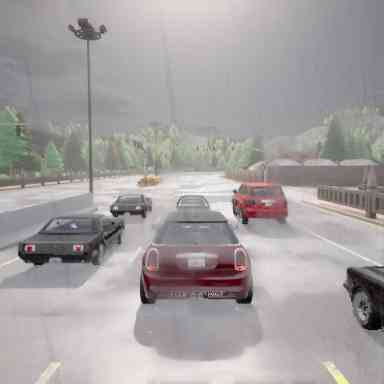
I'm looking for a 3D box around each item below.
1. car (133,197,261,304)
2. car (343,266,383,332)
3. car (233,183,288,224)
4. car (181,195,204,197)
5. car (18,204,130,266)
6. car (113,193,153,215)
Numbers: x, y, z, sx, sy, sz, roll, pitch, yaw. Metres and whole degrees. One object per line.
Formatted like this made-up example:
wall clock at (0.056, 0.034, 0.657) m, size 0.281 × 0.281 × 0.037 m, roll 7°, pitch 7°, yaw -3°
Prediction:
car at (0.077, 1.191, 7.985) m, size 2.097 × 1.767 × 4.553 m, roll 0°, pitch 2°, yaw 0°
car at (3.591, 1.558, 3.727) m, size 1.895 × 1.301 × 4.718 m, roll 0°, pitch 1°, yaw 0°
car at (3.530, 0.486, 18.065) m, size 2.150 × 2.045 × 5.566 m, roll 0°, pitch 4°, yaw 0°
car at (0.034, 0.859, 17.367) m, size 2.033 × 1.411 × 5.357 m, roll 0°, pitch 4°, yaw 0°
car at (-3.434, 1.332, 10.561) m, size 1.895 × 1.301 × 4.718 m, roll 0°, pitch 3°, yaw 0°
car at (-3.480, 0.729, 19.997) m, size 1.895 × 1.301 × 4.718 m, roll 0°, pitch 4°, yaw 0°
